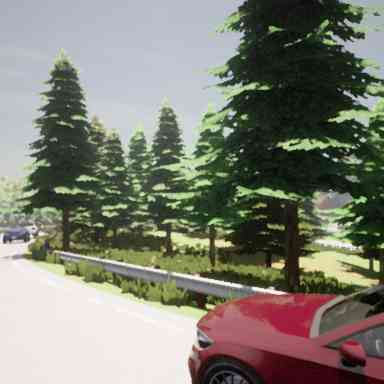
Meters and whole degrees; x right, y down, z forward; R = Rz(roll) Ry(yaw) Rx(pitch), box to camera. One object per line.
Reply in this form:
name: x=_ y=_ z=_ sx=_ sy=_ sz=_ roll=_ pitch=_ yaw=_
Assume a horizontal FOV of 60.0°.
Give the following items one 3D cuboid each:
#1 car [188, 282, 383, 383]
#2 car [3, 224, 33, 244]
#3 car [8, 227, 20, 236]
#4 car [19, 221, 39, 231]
car: x=2.155 y=1.526 z=2.912 sx=4.674 sy=1.442 sz=1.812 roll=0 pitch=0 yaw=34
car: x=-16.312 y=3.995 z=31.084 sx=1.812 sy=1.442 sz=4.674 roll=0 pitch=-5 yaw=-21
car: x=-32.939 y=7.252 z=61.488 sx=1.812 sy=1.442 sz=4.674 roll=0 pitch=-6 yaw=-30
car: x=-20.102 y=4.650 z=40.726 sx=2.150 sy=2.045 sz=5.566 roll=-1 pitch=-5 yaw=-22
